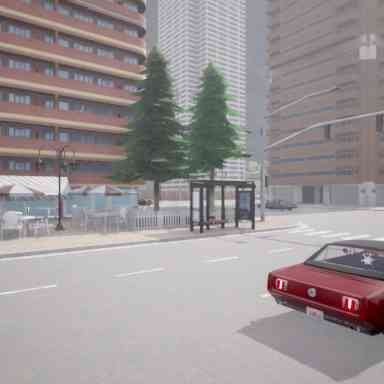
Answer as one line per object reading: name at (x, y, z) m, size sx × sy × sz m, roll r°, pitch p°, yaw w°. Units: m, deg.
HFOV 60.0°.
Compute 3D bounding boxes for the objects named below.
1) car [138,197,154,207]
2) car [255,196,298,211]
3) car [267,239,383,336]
car at (-8.528, 1.533, 52.571) m, size 5.008 × 1.535 × 1.882 m, roll 0°, pitch -1°, yaw -1°
car at (10.672, 1.603, 41.876) m, size 2.033 × 1.411 × 5.357 m, roll 0°, pitch 0°, yaw -36°
car at (3.718, 1.601, 6.461) m, size 4.718 × 1.301 × 1.895 m, roll 0°, pitch 0°, yaw -36°
